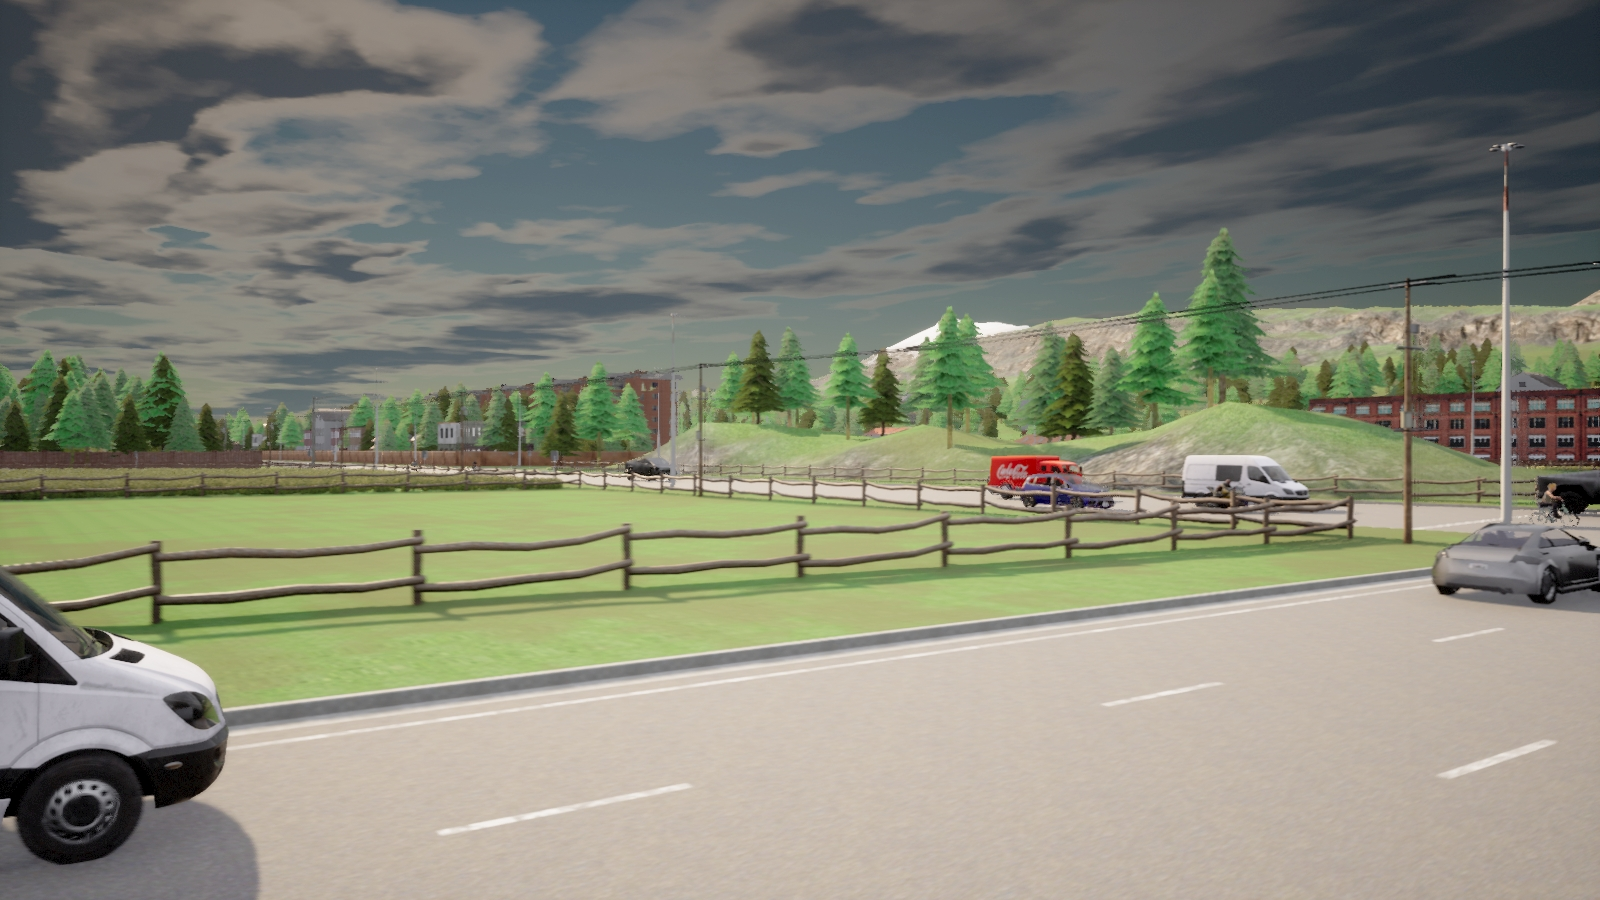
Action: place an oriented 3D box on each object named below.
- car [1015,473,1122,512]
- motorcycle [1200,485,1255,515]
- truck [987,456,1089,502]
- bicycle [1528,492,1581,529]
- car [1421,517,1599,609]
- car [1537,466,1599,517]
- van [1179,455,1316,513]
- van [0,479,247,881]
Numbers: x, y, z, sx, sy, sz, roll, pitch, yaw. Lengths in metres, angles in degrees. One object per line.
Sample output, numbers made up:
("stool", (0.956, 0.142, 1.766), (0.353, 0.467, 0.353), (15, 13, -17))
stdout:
("car", (12.669, 1.968, 54.138), (2.242, 1.667, 4.611), (0, 0, -36))
("motorcycle", (19.129, 2.206, 51.148), (0.867, 1.251, 2.209), (0, 0, -36))
("truck", (13.416, 1.570, 64.650), (2.627, 2.467, 5.204), (0, 0, -38))
("bicycle", (27.129, 2.158, 41.079), (1.487, 1.276, 0.859), (0, -2, 39))
("car", (14.167, 2.119, 22.299), (4.181, 1.385, 1.994), (0, 0, -36))
("car", (35.112, 1.754, 48.501), (6.274, 2.098, 2.390), (0, 0, 38))
("van", (21.167, 1.535, 54.300), (1.988, 2.561, 5.915), (0, 0, -36))
("van", (-7.013, 1.534, 7.428), (5.915, 2.561, 1.988), (0, 0, -35))
